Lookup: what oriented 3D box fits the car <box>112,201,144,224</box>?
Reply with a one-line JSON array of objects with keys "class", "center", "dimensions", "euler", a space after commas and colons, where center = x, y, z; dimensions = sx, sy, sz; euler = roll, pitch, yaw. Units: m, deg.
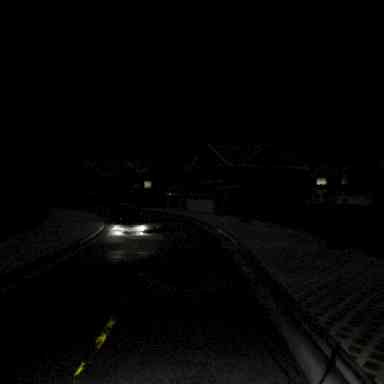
[{"class": "car", "center": [-4.823, 1.414, 24.570], "dimensions": [1.882, 1.535, 5.008], "euler": [0, 0, -18]}]
